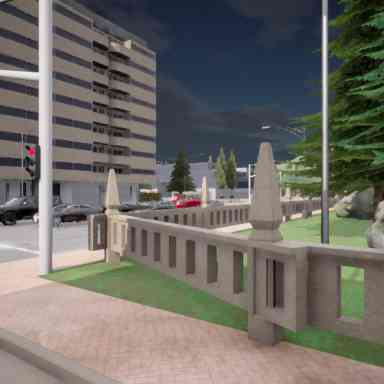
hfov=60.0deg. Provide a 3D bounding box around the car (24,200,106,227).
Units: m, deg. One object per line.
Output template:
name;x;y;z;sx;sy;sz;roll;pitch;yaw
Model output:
car;-8.618;1.547;23.274;2.128;1.511;4.902;0;0;34

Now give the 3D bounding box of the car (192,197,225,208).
car;2.267;1.619;39.148;1.994;1.385;4.181;0;0;35

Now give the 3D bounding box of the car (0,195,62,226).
car;-12.070;1.277;24.431;2.150;2.045;5.566;0;0;34

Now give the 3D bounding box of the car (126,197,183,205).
car;-3.345;1.547;30.974;2.128;1.511;4.902;0;0;34

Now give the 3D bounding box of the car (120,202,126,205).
car;-6.555;1.656;32.485;1.895;1.301;4.718;0;0;34

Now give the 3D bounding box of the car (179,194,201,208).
car;-0.572;1.277;41.207;2.150;2.045;5.566;0;0;34

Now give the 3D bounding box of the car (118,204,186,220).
car;-2.513;1.619;19.449;1.994;1.385;4.181;0;0;34
